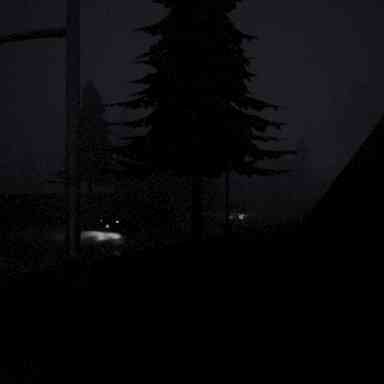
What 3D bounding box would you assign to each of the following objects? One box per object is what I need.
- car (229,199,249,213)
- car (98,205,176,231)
[{"bbox_3d":[5.229,1.532,37.225,2.033,1.411,5.357,0,0,18],"label":"car"},{"bbox_3d":[-3.234,1.535,20.831,2.033,1.411,5.357,0,0,35],"label":"car"}]
